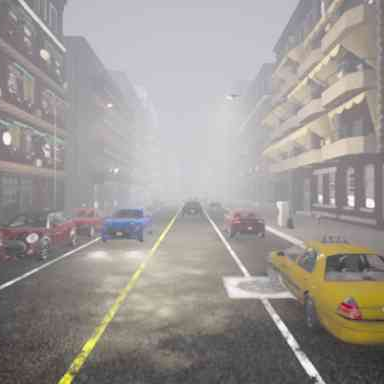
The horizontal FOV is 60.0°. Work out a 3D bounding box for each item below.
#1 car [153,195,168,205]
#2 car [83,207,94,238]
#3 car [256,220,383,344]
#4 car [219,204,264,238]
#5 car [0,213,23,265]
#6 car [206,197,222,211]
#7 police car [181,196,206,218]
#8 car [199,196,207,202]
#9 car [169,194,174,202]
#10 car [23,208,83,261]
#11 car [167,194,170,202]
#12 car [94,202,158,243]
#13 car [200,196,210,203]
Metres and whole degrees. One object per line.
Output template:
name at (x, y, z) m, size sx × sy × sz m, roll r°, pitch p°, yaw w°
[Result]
car at (-5.704, 1.563, 57.129) m, size 2.008 × 1.369 × 4.403 m, roll 0°, pitch 0°, yaw 0°
car at (-5.693, 1.549, 17.676) m, size 1.887 × 1.381 × 4.507 m, roll 0°, pitch 0°, yaw 0°
car at (2.690, 1.528, 6.572) m, size 1.752 × 1.417 × 4.829 m, roll 0°, pitch 0°, yaw 0°
car at (2.687, 1.550, 17.674) m, size 1.887 × 1.381 × 4.507 m, roll 0°, pitch 0°, yaw 0°
car at (-5.689, 1.317, 6.404) m, size 2.192 × 1.841 × 5.009 m, roll 0°, pitch 0°, yaw 0°
car at (2.681, 1.561, 40.218) m, size 2.008 × 1.369 × 4.403 m, roll 0°, pitch 0°, yaw 0°
police car at (0.050, 1.433, 30.639) m, size 1.930 × 1.638 × 5.238 m, roll 0°, pitch 0°, yaw 0°
car at (2.671, 1.597, 79.672) m, size 1.802 × 1.307 × 4.206 m, roll 0°, pitch 0°, yaw 0°
car at (-5.708, 1.558, 74.038) m, size 1.887 × 1.381 × 4.507 m, roll 0°, pitch 0°, yaw 0°
car at (-5.692, 1.443, 12.039) m, size 1.967 × 1.590 × 4.097 m, roll 0°, pitch 0°, yaw 0°
car at (-5.706, 1.563, 62.766) m, size 2.008 × 1.369 × 4.403 m, roll 0°, pitch 0°, yaw 0°
car at (-3.018, 1.482, 16.366) m, size 1.882 × 1.535 × 5.008 m, roll 0°, pitch 0°, yaw 0°
car at (2.674, 1.579, 68.400) m, size 1.947 × 1.339 × 4.313 m, roll 0°, pitch 0°, yaw 0°
